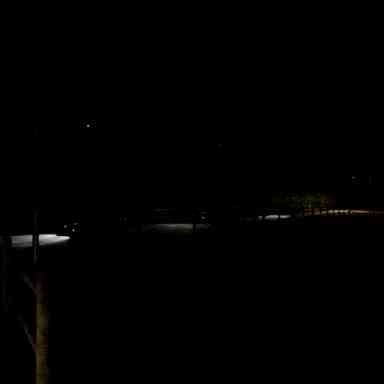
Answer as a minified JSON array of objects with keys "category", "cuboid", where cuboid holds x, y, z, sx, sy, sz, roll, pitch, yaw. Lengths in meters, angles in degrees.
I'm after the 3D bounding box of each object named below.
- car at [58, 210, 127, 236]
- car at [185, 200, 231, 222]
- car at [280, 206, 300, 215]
[{"category":"car","cuboid":[-5.996,1.829,20.427,1.994,1.385,4.181,1,-1,36]},{"category":"car","cuboid":[1.678,1.777,31.287,2.150,2.045,5.566,1,0,35]},{"category":"car","cuboid":[14.374,2.726,49.132,1.895,1.301,4.718,1,-1,35]}]
